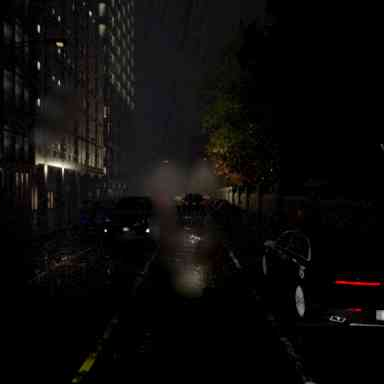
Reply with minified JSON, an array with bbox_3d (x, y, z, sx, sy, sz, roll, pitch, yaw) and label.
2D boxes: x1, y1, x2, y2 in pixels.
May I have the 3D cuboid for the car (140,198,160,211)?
[{"bbox_3d":[-5.158,1.510,41.410,1.752,1.417,4.829,0,0,0],"label":"car"}]

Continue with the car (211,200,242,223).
[{"bbox_3d":[2.660,1.538,24.911,1.887,1.381,4.507,0,0,0],"label":"car"}]

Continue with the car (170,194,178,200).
[{"bbox_3d":[-4.968,1.382,91.485,1.967,1.590,4.097,0,0,0],"label":"car"}]

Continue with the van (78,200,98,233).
[{"bbox_3d":[-5.241,1.336,19.401,1.690,1.788,3.998,0,0,0],"label":"van"}]

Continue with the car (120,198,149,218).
[{"bbox_3d":[-5.199,1.430,30.491,1.967,1.590,4.097,0,0,0],"label":"car"}]

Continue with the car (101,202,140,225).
[{"bbox_3d":[-5.220,1.544,24.946,2.008,1.369,4.403,0,0,0],"label":"car"}]

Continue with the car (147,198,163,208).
[{"bbox_3d":[-5.136,1.563,47.125,1.802,1.307,4.206,0,0,0],"label":"car"}]

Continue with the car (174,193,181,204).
[{"bbox_3d":[-2.504,1.176,65.557,2.150,2.045,5.566,0,0,0],"label":"car"}]

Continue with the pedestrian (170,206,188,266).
[{"bbox_3d":[-0.384,1.291,10.111,0.375,1.860,0.375,0,0,0],"label":"pedestrian"}]

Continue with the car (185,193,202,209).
[{"bbox_3d":[0.218,1.203,45.853,2.150,2.045,5.566,0,0,1],"label":"car"}]

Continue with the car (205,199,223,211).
[{"bbox_3d":[2.723,1.550,41.546,1.947,1.339,4.313,0,0,0],"label":"car"}]

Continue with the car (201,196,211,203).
[{"bbox_3d":[2.828,1.509,69.273,1.887,1.381,4.507,0,0,0],"label":"car"}]

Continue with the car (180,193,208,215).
[{"bbox_3d":[0.209,1.211,34.027,2.150,2.045,5.566,0,0,0],"label":"car"}]

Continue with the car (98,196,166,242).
[{"bbox_3d":[-2.787,1.217,16.814,2.150,2.045,5.566,0,0,0],"label":"car"}]

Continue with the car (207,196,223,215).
[{"bbox_3d":[2.681,1.430,30.456,1.967,1.590,4.097,0,0,0],"label":"car"}]

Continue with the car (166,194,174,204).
[{"bbox_3d":[-5.073,1.514,63.760,1.887,1.381,4.507,0,0,0],"label":"car"}]

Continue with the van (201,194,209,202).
[{"bbox_3d":[2.850,1.301,74.818,1.690,1.788,3.998,0,0,0],"label":"van"}]

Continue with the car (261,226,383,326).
[{"bbox_3d":[2.777,1.504,7.152,1.837,1.490,4.892,0,0,0],"label":"car"}]

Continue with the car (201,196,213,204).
[{"bbox_3d":[2.808,1.520,63.727,2.008,1.369,4.403,0,0,0],"label":"car"}]

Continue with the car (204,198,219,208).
[{"bbox_3d":[2.745,1.526,47.092,1.887,1.381,4.507,0,0,0],"label":"car"}]

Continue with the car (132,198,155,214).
[{"bbox_3d":[-5.178,1.428,36.036,1.967,1.590,4.097,0,0,0],"label":"car"}]
